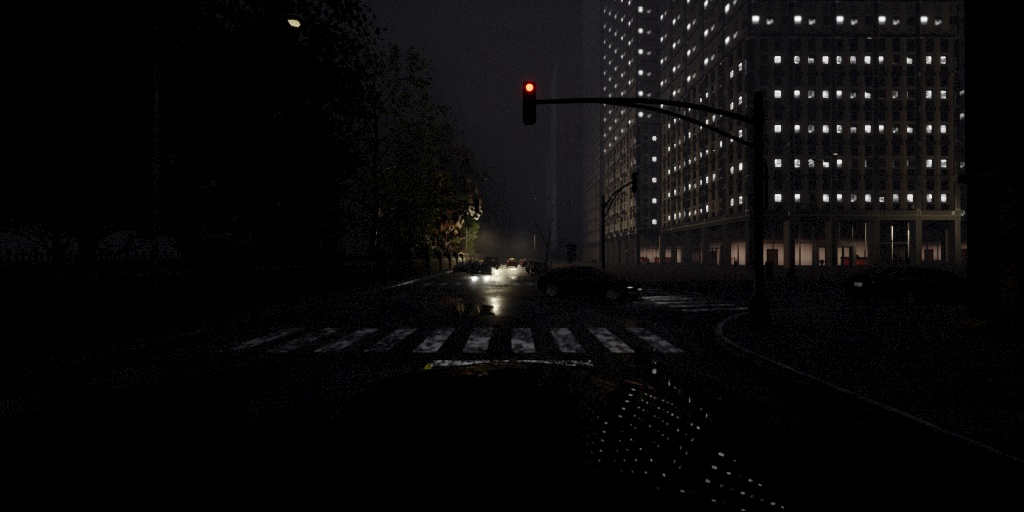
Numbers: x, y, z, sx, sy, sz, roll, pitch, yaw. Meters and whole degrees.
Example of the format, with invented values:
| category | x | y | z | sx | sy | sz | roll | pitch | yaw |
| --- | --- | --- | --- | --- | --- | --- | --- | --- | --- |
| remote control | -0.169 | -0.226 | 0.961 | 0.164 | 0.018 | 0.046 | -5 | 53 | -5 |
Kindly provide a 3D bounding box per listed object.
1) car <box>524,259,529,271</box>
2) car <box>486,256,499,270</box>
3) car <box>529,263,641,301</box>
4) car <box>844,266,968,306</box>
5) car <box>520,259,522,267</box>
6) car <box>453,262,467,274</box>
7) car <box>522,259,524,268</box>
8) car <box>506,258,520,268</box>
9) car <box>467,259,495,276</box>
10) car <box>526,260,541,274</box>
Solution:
| category | x | y | z | sx | sy | sz | roll | pitch | yaw |
| --- | --- | --- | --- | --- | --- | --- | --- | --- | --- |
| car | 2.676 | 1.333 | 41.264 | 1.948 | 1.339 | 4.313 | 0 | 0 | 0 |
| car | -3.121 | 1.005 | 55.189 | 2.150 | 2.045 | 5.566 | 0 | 0 | 1 |
| car | 3.540 | 1.246 | 17.075 | 4.892 | 1.490 | 1.837 | 0 | 3 | 30 |
| car | 14.681 | 1.026 | 13.052 | 4.313 | 1.339 | 1.948 | 0 | 0 | 0 |
| car | 2.669 | 1.336 | 63.794 | 1.888 | 1.381 | 4.507 | 0 | 0 | 0 |
| car | -5.705 | 1.349 | 41.261 | 1.802 | 1.307 | 4.207 | 0 | 0 | 0 |
| car | 2.674 | 1.338 | 46.896 | 1.948 | 1.339 | 4.313 | 0 | 0 | 0 |
| car | -0.021 | 1.266 | 62.083 | 1.882 | 1.535 | 5.008 | 0 | 0 | 0 |
| car | -3.111 | 1.328 | 36.666 | 1.994 | 1.385 | 4.181 | 0 | 0 | 0 |
| car | 2.677 | 1.329 | 35.631 | 1.948 | 1.339 | 4.313 | 0 | 0 | 0 |
